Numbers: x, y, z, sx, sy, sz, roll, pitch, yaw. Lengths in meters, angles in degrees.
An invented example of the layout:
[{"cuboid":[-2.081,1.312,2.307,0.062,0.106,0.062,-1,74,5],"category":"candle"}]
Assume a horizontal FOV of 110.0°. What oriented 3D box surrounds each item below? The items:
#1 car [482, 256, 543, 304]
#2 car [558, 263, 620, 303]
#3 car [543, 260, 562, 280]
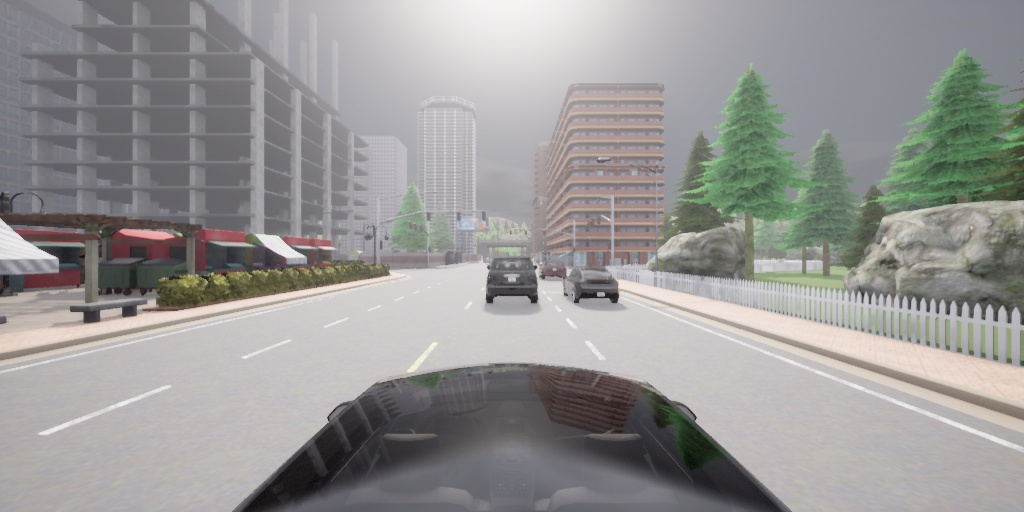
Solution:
[{"cuboid":[0.000,1.006,16.530,2.150,2.045,5.566,0,0,0],"category":"car"},{"cuboid":[3.500,1.265,16.500,1.837,1.490,4.892,0,0,0],"category":"car"},{"cuboid":[3.500,1.114,31.470,2.097,1.767,4.553,0,0,0],"category":"car"}]
